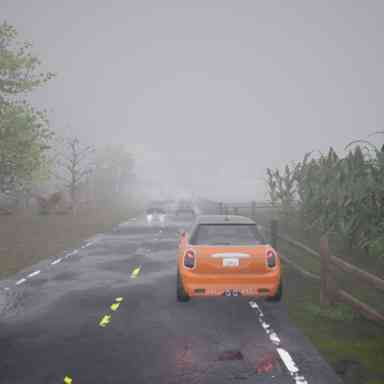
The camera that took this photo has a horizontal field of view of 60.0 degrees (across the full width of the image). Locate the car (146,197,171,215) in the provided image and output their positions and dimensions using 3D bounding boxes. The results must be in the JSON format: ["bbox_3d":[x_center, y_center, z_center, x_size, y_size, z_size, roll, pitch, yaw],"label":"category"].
[{"bbox_3d":[-3.605,1.528,34.504,2.033,1.411,5.357,0,0,-1],"label":"car"}]

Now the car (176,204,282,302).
[{"bbox_3d":[0.716,1.350,8.437,2.097,1.767,4.553,0,0,-1],"label":"car"}]

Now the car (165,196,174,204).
[{"bbox_3d":[-4.043,1.415,58.977,1.882,1.535,5.008,0,0,-1],"label":"car"}]

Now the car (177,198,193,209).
[{"bbox_3d":[-0.921,1.530,44.934,1.994,1.385,4.181,0,0,-1],"label":"car"}]

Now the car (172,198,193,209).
[{"bbox_3d":[-0.681,1.528,33.923,2.033,1.411,5.357,0,0,-1],"label":"car"}]
